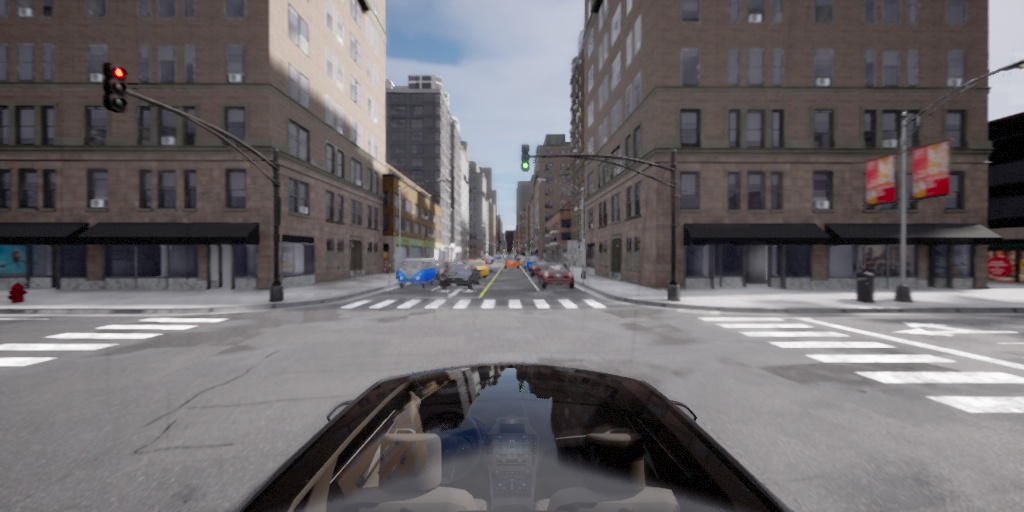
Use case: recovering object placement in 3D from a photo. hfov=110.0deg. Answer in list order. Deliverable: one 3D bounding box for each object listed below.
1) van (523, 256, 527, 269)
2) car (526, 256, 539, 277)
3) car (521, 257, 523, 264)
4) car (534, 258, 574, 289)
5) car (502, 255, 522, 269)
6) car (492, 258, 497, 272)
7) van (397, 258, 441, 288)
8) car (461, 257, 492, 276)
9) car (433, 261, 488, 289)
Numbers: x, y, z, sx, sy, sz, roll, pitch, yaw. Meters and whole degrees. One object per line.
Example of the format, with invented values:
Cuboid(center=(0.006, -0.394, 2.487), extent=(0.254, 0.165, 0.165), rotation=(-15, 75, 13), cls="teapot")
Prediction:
Cuboid(center=(2.623, 0.937, 45.141), extent=(1.690, 1.789, 3.998), rotation=(0, 0, 0), cls="van")
Cuboid(center=(2.643, 1.076, 33.802), extent=(1.967, 1.591, 4.097), rotation=(0, 0, 0), cls="car")
Cuboid(center=(2.614, 1.101, 50.980), extent=(1.751, 1.417, 4.829), rotation=(0, 0, 0), cls="car")
Cuboid(center=(2.662, 1.114, 22.464), extent=(1.967, 1.591, 4.097), rotation=(0, 0, 0), cls="car")
Cuboid(center=(-0.057, 0.924, 52.403), extent=(2.097, 1.767, 4.553), rotation=(0, 0, 0), cls="car")
Cuboid(center=(-3.132, 1.212, 42.266), extent=(1.895, 1.301, 4.718), rotation=(0, 0, 0), cls="car")
Cuboid(center=(-5.863, 1.023, 22.447), extent=(1.690, 1.789, 3.998), rotation=(0, 0, 0), cls="van")
Cuboid(center=(-3.124, 1.124, 32.347), extent=(1.882, 1.535, 5.008), rotation=(0, 0, 0), cls="car")
Cuboid(center=(-3.079, 1.226, 22.646), extent=(2.033, 1.411, 5.357), rotation=(0, 0, 4), cls="car")
